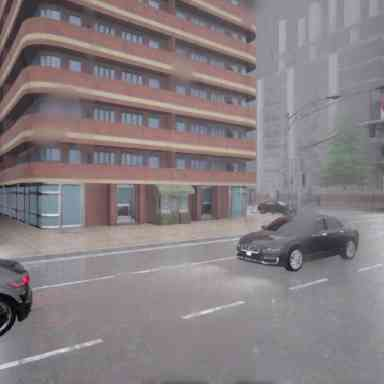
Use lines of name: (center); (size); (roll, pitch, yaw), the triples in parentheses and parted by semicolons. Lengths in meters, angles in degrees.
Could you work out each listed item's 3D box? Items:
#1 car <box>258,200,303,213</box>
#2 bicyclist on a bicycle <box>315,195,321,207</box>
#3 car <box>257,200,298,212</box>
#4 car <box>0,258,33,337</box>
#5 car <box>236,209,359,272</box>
car: (9.875, 1.601, 37.430); (1.895, 1.301, 4.718); (0, 0, -36)
bicyclist on a bicycle: (17.779, 1.301, 46.912); (1.656, 1.620, 0.582); (0, 0, -36)
car: (8.612, 1.526, 33.261); (1.812, 1.442, 4.674); (0, 0, -36)
car: (-4.689, 1.564, 4.928); (4.181, 1.385, 1.994); (0, 0, -36)
car: (3.587, 1.505, 10.912); (4.892, 1.490, 1.837); (0, 0, -36)
